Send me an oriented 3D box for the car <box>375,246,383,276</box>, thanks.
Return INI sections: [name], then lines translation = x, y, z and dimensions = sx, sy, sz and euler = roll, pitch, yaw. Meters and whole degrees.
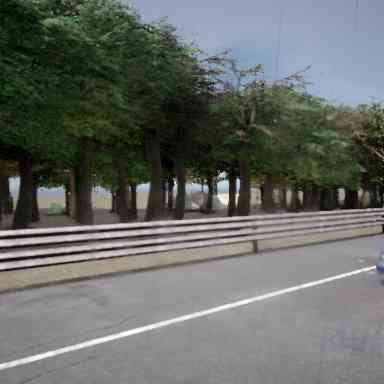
[car]
translation = 6.885, 1.547, 8.701
dimensions = 5.357, 1.411, 2.033
euler = 0, 0, -36
